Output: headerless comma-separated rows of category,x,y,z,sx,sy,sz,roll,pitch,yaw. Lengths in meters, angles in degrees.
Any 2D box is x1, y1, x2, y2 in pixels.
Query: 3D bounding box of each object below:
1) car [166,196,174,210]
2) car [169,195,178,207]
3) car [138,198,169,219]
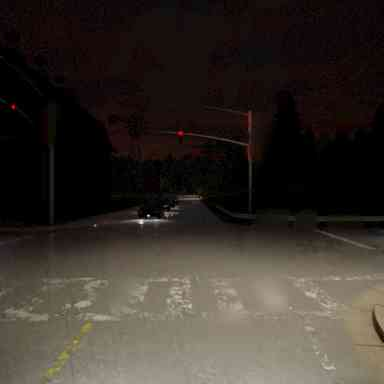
car,-3.531,1.505,39.566,1.837,1.490,4.892,0,0,0
car,-3.508,1.526,48.863,1.812,1.442,4.674,0,0,0
car,-3.548,1.547,29.821,2.033,1.411,5.357,0,0,0
